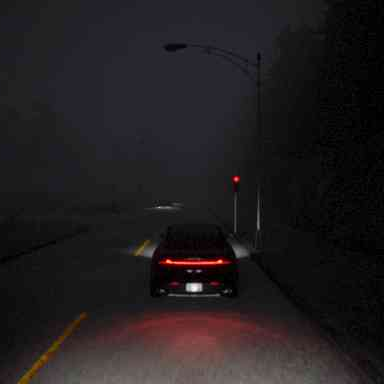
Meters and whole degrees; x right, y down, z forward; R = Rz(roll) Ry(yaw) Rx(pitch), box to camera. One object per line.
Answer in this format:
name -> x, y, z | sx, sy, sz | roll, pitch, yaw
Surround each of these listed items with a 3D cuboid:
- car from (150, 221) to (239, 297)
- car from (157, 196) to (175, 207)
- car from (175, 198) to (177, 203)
car -> 0.060, 1.502, 8.528 | 1.837, 1.490, 4.892 | 0, 0, 0
car -> -4.078, 1.550, 50.156 | 1.994, 1.385, 4.181 | 0, 0, 0
car -> -4.017, 1.545, 66.248 | 1.994, 1.385, 4.181 | 0, 0, 1
